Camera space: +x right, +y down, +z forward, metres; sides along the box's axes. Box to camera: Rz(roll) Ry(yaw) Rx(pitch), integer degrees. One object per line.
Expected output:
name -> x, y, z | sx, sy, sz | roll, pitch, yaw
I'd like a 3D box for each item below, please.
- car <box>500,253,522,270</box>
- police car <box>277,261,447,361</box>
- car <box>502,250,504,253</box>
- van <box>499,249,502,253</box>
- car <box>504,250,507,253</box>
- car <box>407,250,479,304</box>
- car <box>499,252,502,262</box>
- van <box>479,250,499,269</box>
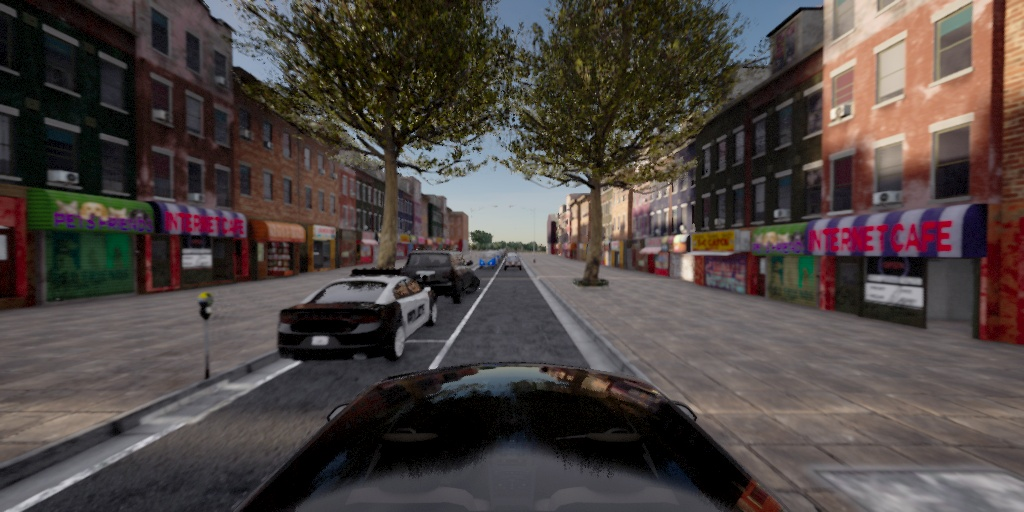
car -> 0.098, 0.668, 37.306 | 2.033, 1.411, 5.357 | 0, 1, 0
police car -> -3.007, 1.085, 8.208 | 1.930, 1.638, 5.238 | 0, 1, 0
car -> -2.626, 0.189, 55.139 | 1.948, 1.339, 4.313 | 0, 0, 0
van -> -2.627, 0.133, 49.594 | 1.690, 1.789, 3.998 | 0, 0, 0
car -> 0.068, 0.247, 51.949 | 1.812, 1.442, 4.674 | 0, 2, 1
car -> -2.943, 0.776, 15.207 | 2.150, 2.045, 5.566 | 0, 1, 1
car -> -2.628, 0.499, 44.050 | 2.007, 1.370, 4.403 | 0, 0, 0
van -> -2.629, 0.433, 38.504 | 1.690, 1.789, 3.998 | 0, 0, 0
